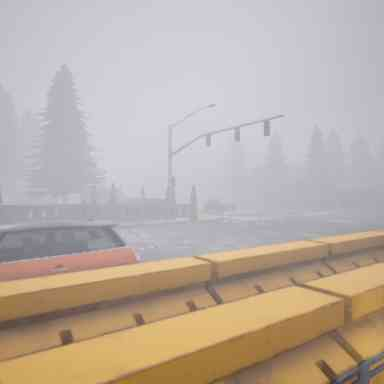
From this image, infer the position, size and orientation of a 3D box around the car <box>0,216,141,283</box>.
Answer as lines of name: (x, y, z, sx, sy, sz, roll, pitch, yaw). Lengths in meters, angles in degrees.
car: (-3.196, 1.351, 6.011, 4.553, 1.767, 2.097, 0, 0, -36)

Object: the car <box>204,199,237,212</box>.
car: (3.228, 1.522, 39.350, 1.812, 1.442, 4.674, 0, 0, -36)
